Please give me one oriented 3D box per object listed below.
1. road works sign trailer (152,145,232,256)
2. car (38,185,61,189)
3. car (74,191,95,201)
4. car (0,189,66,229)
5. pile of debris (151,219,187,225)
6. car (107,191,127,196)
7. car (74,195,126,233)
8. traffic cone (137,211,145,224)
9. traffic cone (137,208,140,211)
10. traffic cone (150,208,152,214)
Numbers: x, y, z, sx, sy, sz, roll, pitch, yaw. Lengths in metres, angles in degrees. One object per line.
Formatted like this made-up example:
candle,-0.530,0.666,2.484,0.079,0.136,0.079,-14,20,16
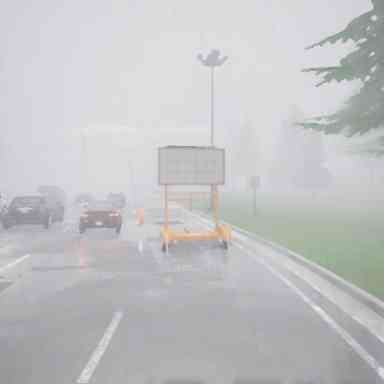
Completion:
road works sign trailer,-0.040,0.161,11.887,2.380,3.560,2.880,0,1,-11
car,-15.204,0.315,36.051,2.150,2.045,5.566,0,0,-11
car,-11.687,0.618,36.289,1.812,1.442,4.674,0,1,-11
car,-8.324,0.902,17.963,2.097,1.767,4.553,0,1,-9
pile of debris,-1.343,1.690,18.805,1.860,0.140,1.500,0,1,-11
car,-7.658,0.642,33.813,2.128,1.511,4.902,0,1,-11
car,-4.395,1.111,16.458,1.812,1.442,4.674,0,1,-10
traffic cone,-2.804,1.488,18.523,0.340,0.580,0.340,0,1,-11
traffic cone,-3.177,1.438,20.487,0.340,0.580,0.340,0,1,-11
traffic cone,-2.939,1.335,24.602,0.340,0.580,0.340,0,1,-11
